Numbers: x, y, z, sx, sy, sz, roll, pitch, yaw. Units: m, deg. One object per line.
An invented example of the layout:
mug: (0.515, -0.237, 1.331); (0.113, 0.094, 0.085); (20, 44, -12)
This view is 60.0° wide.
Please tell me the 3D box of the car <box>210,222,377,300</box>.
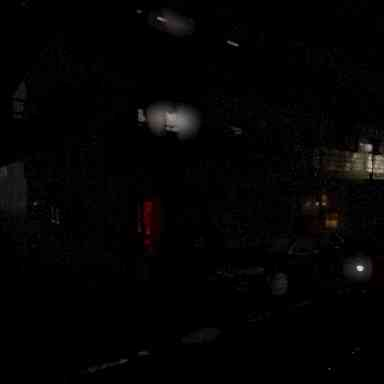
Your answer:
car: (2.439, 1.550, 8.305); (4.403, 1.369, 2.008); (0, 0, -35)

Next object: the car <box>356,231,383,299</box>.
car: (5.513, 1.601, 7.286); (4.718, 1.301, 1.895); (0, 0, -35)

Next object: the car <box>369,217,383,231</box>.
car: (6.937, 1.545, 11.514); (4.507, 1.381, 1.887); (0, 0, -36)
